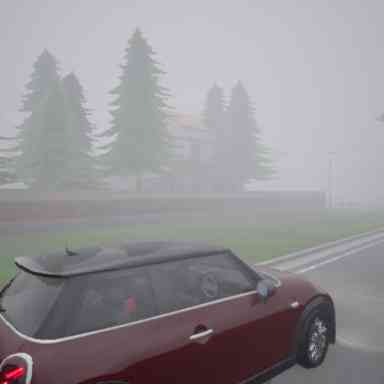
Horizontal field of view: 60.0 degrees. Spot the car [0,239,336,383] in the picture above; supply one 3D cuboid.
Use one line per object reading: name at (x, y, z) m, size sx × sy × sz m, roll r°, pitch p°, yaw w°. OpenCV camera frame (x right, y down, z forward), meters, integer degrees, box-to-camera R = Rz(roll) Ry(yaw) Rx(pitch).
car at (-0.129, 1.383, 4.161) m, size 4.553 × 1.767 × 2.097 m, roll 0°, pitch -1°, yaw -40°
